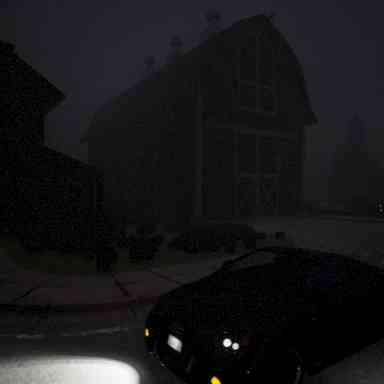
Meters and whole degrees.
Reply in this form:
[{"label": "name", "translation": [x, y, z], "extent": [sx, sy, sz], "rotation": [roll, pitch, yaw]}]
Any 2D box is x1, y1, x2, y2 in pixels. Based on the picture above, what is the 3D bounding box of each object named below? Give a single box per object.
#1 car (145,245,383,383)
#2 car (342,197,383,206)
[{"label": "car", "translation": [1.423, 1.563, 5.008], "extent": [4.181, 1.385, 1.994], "rotation": [0, 0, -35]}, {"label": "car", "translation": [18.272, 1.363, 35.134], "extent": [2.097, 1.767, 4.553], "rotation": [0, 0, -34]}]
